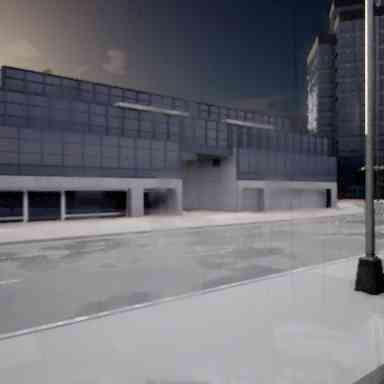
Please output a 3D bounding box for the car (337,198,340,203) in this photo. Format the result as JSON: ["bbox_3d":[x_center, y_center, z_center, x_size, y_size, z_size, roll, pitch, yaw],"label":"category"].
[{"bbox_3d":[25.237,1.270,61.809,1.837,1.490,4.892,1,0,-23],"label":"car"}]
